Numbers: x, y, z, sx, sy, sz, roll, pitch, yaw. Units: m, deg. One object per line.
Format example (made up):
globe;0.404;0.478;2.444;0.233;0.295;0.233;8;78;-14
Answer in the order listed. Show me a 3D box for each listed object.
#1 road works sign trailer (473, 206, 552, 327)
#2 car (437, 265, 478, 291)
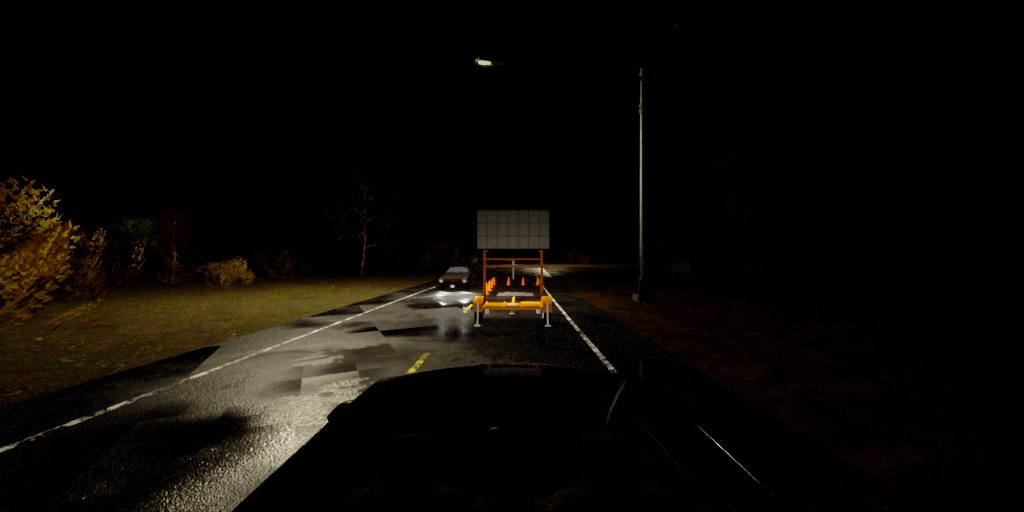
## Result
road works sign trailer;0.042;0.213;11.569;2.380;3.560;2.880;0;0;1
car;-3.224;1.295;22.425;2.033;1.411;5.357;0;0;1
